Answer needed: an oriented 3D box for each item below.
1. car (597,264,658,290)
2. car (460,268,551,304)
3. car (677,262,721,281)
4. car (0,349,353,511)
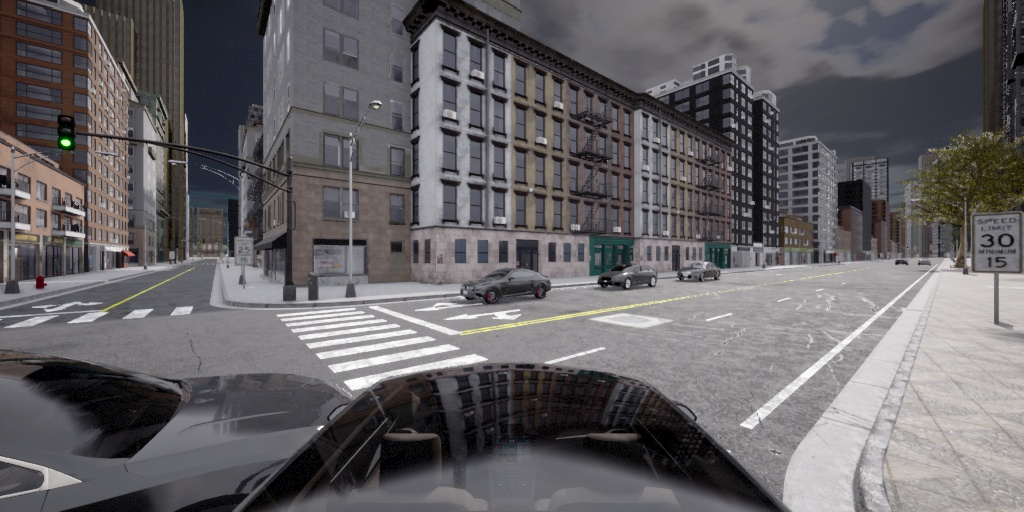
[{"bbox_3d":[7.464,1.257,22.946,4.892,1.490,1.837,0,0,-39],"label":"car"},{"bbox_3d":[-0.176,1.286,16.658,4.674,1.442,1.812,0,0,-39],"label":"car"},{"bbox_3d":[15.420,1.234,29.482,4.902,1.511,2.128,0,0,-39],"label":"car"},{"bbox_3d":[-3.237,1.257,1.661,4.892,1.490,1.837,0,0,-35],"label":"car"}]
